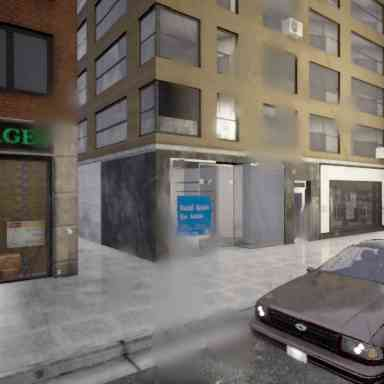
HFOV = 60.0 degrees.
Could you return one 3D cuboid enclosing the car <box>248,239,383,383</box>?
[{"bbox_3d":[3.412,1.547,5.525,5.357,1.411,2.033,0,0,-36],"label":"car"}]
